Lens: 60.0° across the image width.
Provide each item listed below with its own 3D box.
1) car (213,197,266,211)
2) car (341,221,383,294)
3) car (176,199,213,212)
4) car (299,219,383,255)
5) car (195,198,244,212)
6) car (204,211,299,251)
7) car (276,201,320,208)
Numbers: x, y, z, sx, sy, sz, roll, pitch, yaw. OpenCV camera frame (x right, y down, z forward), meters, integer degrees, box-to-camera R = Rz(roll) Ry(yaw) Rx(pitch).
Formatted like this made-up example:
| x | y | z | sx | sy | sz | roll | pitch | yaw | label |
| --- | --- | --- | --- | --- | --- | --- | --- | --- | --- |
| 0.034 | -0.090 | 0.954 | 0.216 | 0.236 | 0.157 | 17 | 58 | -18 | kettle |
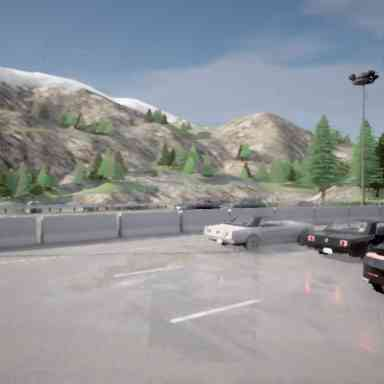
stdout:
| x | y | z | sx | sy | sz | roll | pitch | yaw | label |
| --- | --- | --- | --- | --- | --- | --- | --- | --- | --- |
| 4.721 | 1.308 | 31.125 | 4.553 | 1.767 | 2.097 | 0 | 0 | -28 | car |
| 5.842 | 1.491 | 7.413 | 4.902 | 1.511 | 2.128 | 0 | 0 | -32 | car |
| 0.790 | 1.435 | 32.999 | 4.902 | 1.511 | 2.128 | 0 | 0 | -28 | car |
| 6.263 | 1.593 | 11.787 | 4.718 | 1.301 | 1.895 | 0 | 0 | -31 | car |
| 3.192 | 1.487 | 38.270 | 5.357 | 1.411 | 2.033 | 0 | 0 | -27 | car |
| 2.955 | 1.582 | 13.877 | 4.718 | 1.301 | 1.895 | 0 | 0 | -31 | car |
| 9.413 | 1.495 | 29.621 | 4.674 | 1.442 | 1.812 | 0 | 0 | -26 | car |
